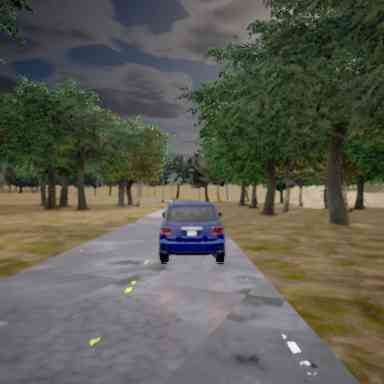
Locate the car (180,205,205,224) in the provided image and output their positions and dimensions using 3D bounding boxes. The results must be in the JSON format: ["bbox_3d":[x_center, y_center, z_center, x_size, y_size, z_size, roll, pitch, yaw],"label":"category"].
[{"bbox_3d":[0.022,1.848,28.503,1.994,1.385,4.181,0,-1,0],"label":"car"}]

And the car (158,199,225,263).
[{"bbox_3d":[0.006,1.334,12.604,2.150,2.045,5.566,0,0,0],"label":"car"}]

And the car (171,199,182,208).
[{"bbox_3d":[-3.011,2.184,64.544,1.882,1.535,5.008,0,-1,1],"label":"car"}]
